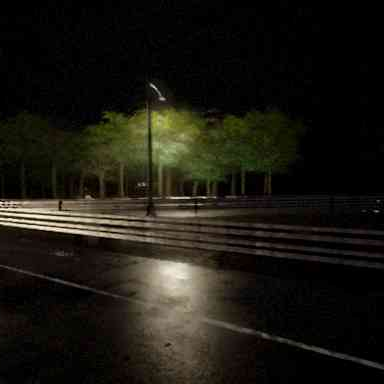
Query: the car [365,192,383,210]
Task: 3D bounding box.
[{"bbox_3d":[18.452,0.677,30.815,4.553,1.767,2.097,-1,0,-6],"label":"car"}]
